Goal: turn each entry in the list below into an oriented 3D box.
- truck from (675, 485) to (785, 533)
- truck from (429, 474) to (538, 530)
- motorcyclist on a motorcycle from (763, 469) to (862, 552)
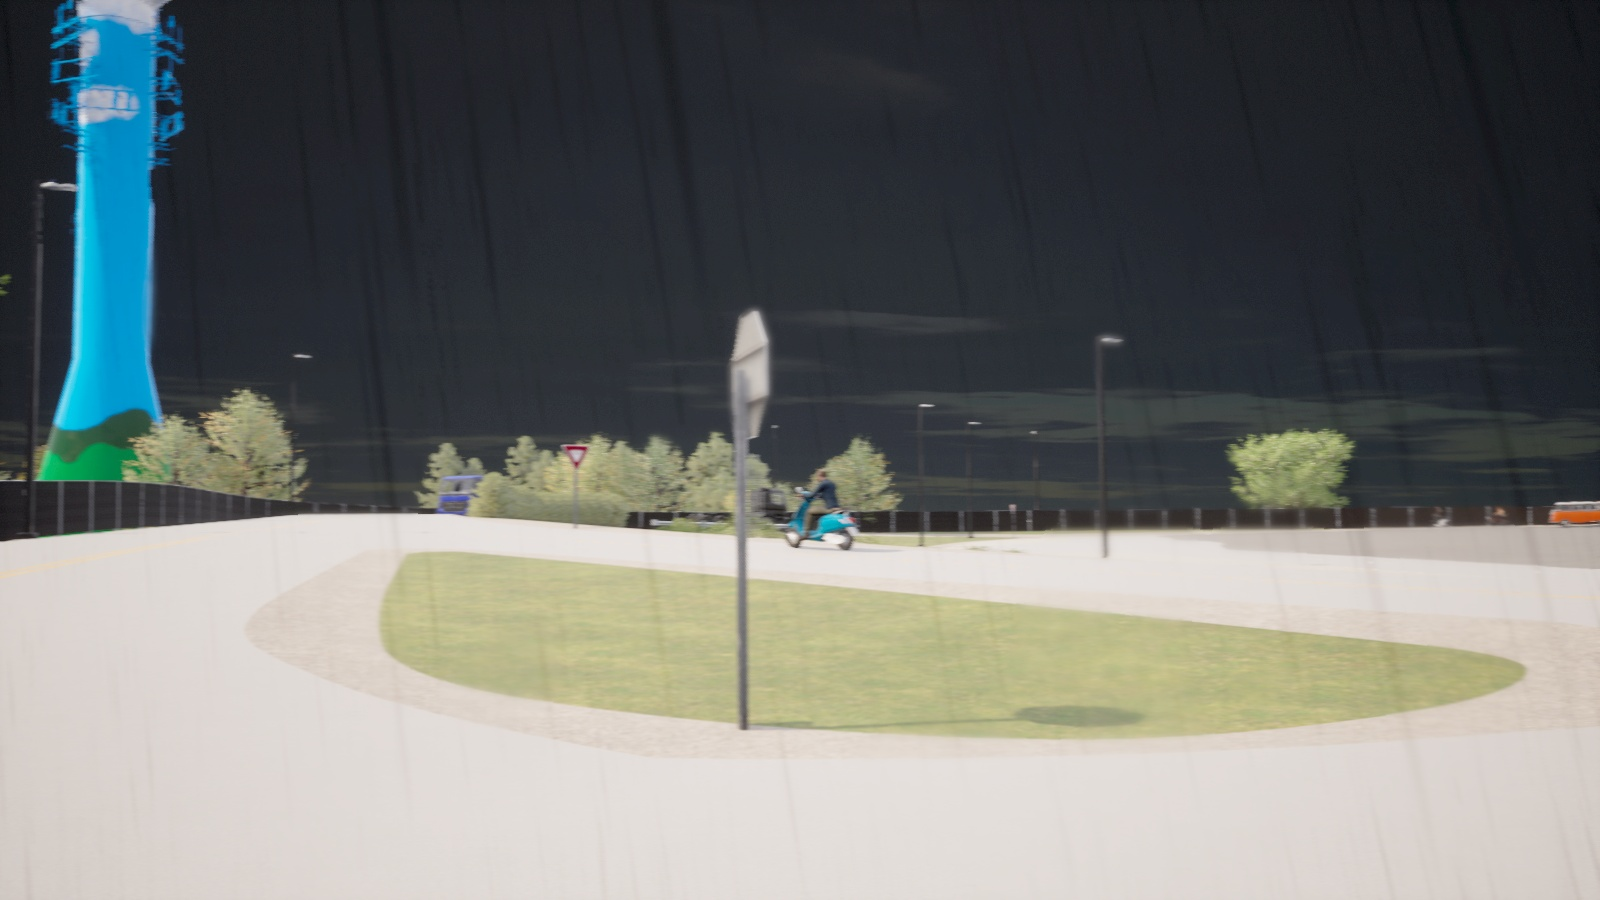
[{"bbox_3d":[-5.430,4.626,97.317,7.936,3.462,2.891,2,-5,-22],"label":"truck"},{"bbox_3d":[-21.358,3.640,85.318,2.891,3.462,7.936,-3,-5,24],"label":"truck"},{"bbox_3d":[0.238,1.181,24.807,1.817,1.590,0.866,-1,-3,41],"label":"motorcyclist on a motorcycle"}]
